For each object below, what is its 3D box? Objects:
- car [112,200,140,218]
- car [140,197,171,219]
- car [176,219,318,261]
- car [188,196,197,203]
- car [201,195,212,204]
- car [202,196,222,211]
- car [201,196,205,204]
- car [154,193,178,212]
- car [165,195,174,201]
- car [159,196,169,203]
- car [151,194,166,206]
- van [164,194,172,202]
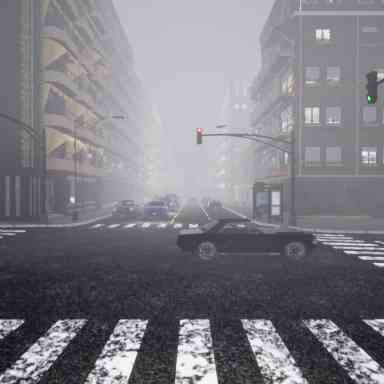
[{"bbox_3d":[-5.700,1.438,29.265,1.967,1.590,4.097,0,0,0],"label":"car"},{"bbox_3d":[-3.095,1.475,29.347,1.882,1.535,5.008,0,0,-1],"label":"car"},{"bbox_3d":[1.835,1.599,11.714,4.718,1.301,1.895,0,0,-1],"label":"car"},{"bbox_3d":[0.082,1.561,69.764,1.994,1.385,4.181,0,0,0],"label":"car"},{"bbox_3d":[2.672,1.437,63.094,1.967,1.590,4.097,0,0,0],"label":"car"},{"bbox_3d":[2.678,1.548,40.539,2.008,1.369,4.403,0,0,0],"label":"car"},{"bbox_3d":[2.677,1.542,46.177,1.887,1.381,4.507,0,0,0],"label":"car"},{"bbox_3d":[-3.097,1.350,38.974,2.097,1.767,4.553,0,0,0],"label":"car"},{"bbox_3d":[-5.713,1.546,85.652,2.008,1.369,4.403,0,0,0],"label":"car"},{"bbox_3d":[-5.709,1.523,68.566,1.752,1.417,4.829,0,0,0],"label":"car"},{"bbox_3d":[-5.708,1.313,57.458,2.192,1.841,5.009,0,0,0],"label":"car"},{"bbox_3d":[-5.712,1.337,80.014,1.690,1.788,3.998,0,0,0],"label":"van"}]
